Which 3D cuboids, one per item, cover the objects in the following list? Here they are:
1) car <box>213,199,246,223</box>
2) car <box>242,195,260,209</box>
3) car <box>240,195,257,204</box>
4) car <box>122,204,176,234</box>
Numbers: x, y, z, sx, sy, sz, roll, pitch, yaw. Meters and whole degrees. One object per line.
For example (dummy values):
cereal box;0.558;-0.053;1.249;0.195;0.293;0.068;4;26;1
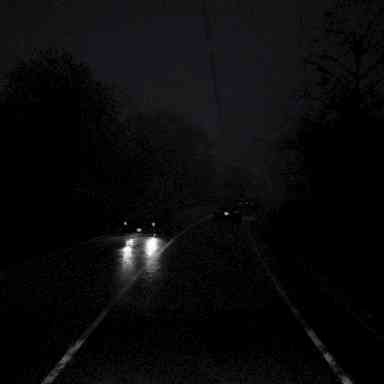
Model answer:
car;2.739;1.449;24.789;1.994;1.385;4.181;1;0;11
car;7.385;1.401;42.157;2.033;1.411;5.357;2;1;19
car;10.147;1.264;59.150;1.812;1.442;4.674;2;1;23
car;-2.158;1.407;18.470;2.033;1.411;5.357;1;0;8
